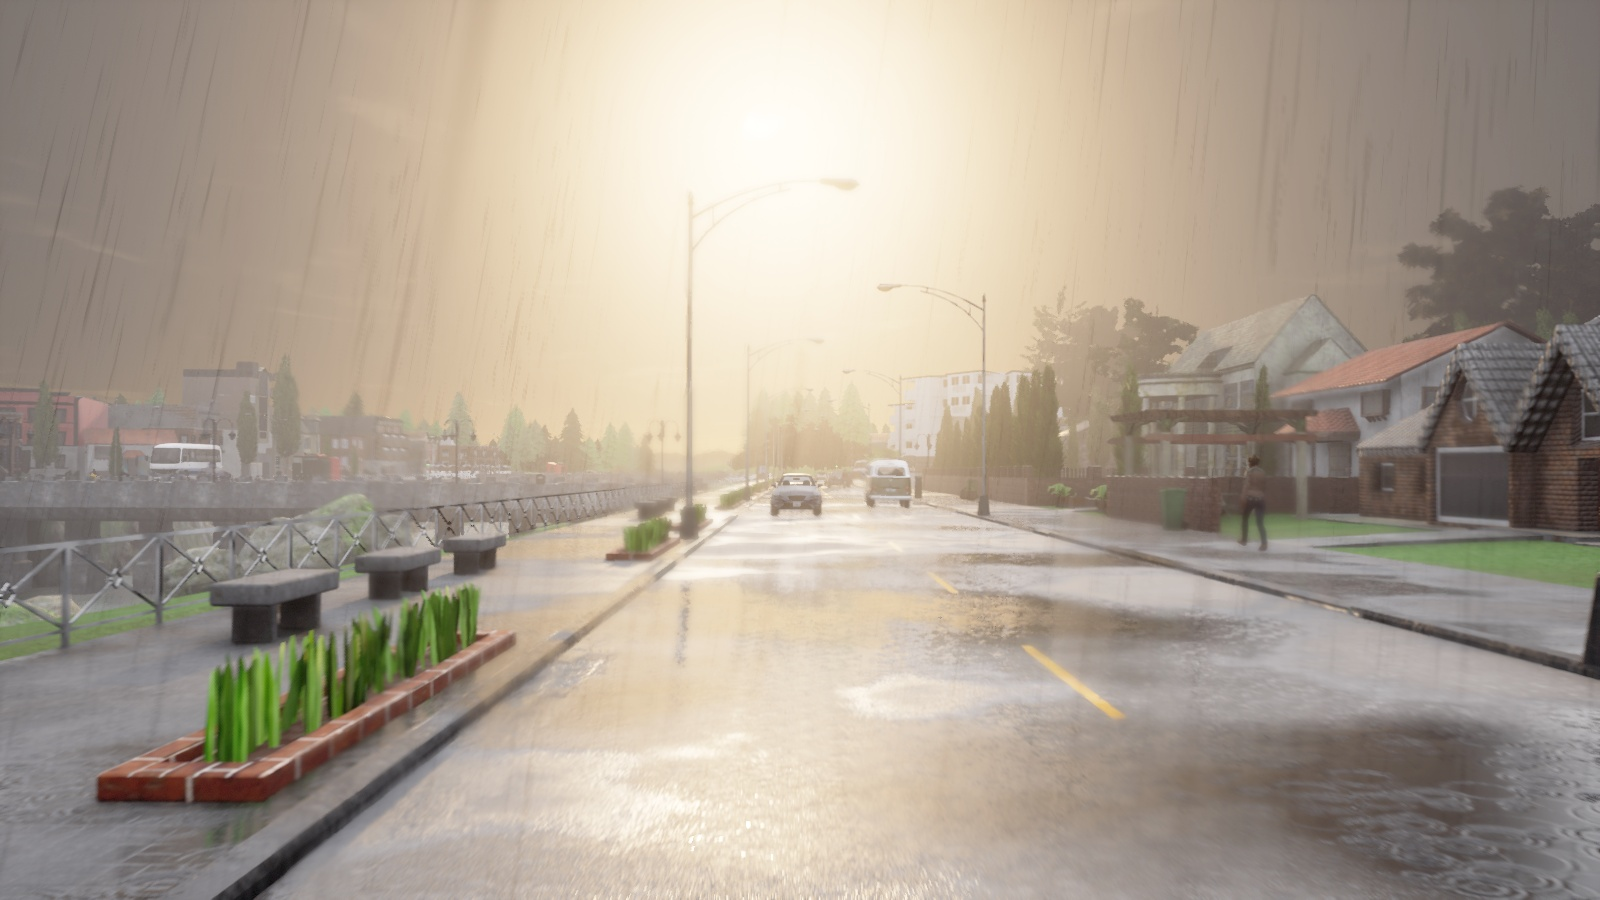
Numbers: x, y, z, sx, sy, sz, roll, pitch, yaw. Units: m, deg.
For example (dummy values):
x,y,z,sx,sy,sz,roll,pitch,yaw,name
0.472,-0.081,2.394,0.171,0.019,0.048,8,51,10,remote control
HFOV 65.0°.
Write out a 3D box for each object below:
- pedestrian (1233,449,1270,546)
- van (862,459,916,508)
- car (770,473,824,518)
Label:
x,y,z,sx,sy,sz,roll,pitch,yaw,name
8.566,0.889,23.841,0.328,1.805,0.869,0,-1,-4,pedestrian
3.869,1.449,55.354,2.069,2.038,4.480,0,-1,0,van
-0.104,1.569,44.216,1.816,1.474,4.193,0,-1,0,car
